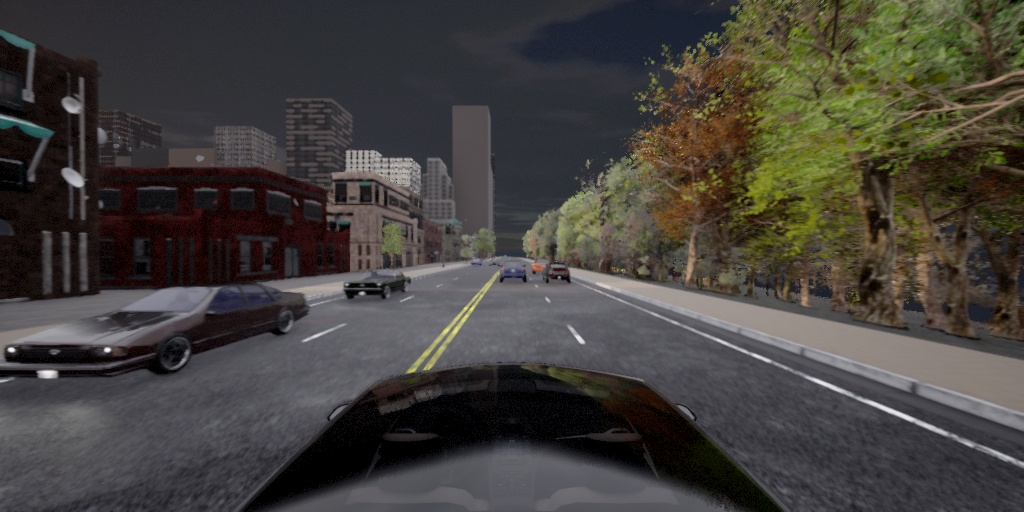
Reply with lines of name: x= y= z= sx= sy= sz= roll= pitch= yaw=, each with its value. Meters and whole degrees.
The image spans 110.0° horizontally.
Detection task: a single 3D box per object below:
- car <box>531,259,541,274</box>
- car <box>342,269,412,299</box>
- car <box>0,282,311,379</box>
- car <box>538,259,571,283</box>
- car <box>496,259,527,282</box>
car: x=3.301 y=1.084 z=40.801 sx=2.097 sy=1.767 sz=4.553 roll=0 pitch=0 yaw=0
car: x=-6.593 y=1.344 z=18.014 sx=1.895 sy=1.301 sz=4.718 roll=0 pitch=0 yaw=0
car: x=-6.602 y=1.295 z=7.757 sx=2.033 sy=1.411 sz=5.357 roll=0 pitch=0 yaw=0
car: x=3.343 y=1.246 z=27.721 sx=1.837 sy=1.490 sz=4.892 roll=0 pitch=0 yaw=0
car: x=0.092 y=1.090 z=28.663 sx=2.097 sy=1.767 sz=4.553 roll=0 pitch=0 yaw=0
